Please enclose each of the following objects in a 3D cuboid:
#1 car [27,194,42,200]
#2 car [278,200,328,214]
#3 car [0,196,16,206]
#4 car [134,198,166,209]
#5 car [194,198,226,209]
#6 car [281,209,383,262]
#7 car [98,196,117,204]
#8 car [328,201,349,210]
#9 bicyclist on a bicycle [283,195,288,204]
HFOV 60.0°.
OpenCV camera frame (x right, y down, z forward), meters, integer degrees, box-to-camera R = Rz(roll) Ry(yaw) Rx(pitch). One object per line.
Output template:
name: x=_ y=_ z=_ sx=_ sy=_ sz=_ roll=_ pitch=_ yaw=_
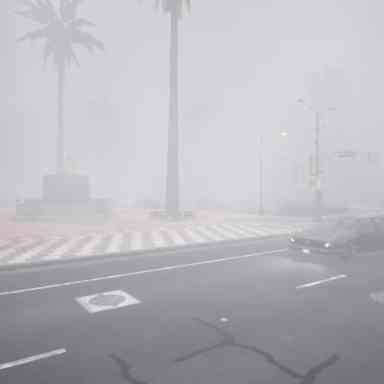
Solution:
car: x=-26.037 y=1.221 z=58.550 sx=5.566 sy=2.045 sz=2.150 roll=0 pitch=0 yaw=-10
car: x=10.362 y=1.564 z=31.913 sx=1.994 sy=1.385 sz=4.181 roll=0 pitch=0 yaw=-35
car: x=-31.100 y=1.505 z=53.609 sx=4.892 sy=1.490 sz=1.837 roll=0 pitch=0 yaw=-16
car: x=-5.459 y=1.547 z=46.447 sx=5.357 sy=1.411 sz=2.033 roll=0 pitch=0 yaw=22
car: x=2.448 y=1.526 z=45.871 sx=4.674 sy=1.442 sz=1.812 roll=0 pitch=0 yaw=34
car: x=5.983 y=1.547 z=12.310 sx=5.357 sy=1.411 sz=2.033 roll=0 pitch=0 yaw=-32
car: x=-15.829 y=1.492 z=59.107 sx=4.902 sy=1.511 sz=2.128 roll=0 pitch=0 yaw=2
car: x=13.235 y=1.548 z=34.131 sx=2.033 sy=1.411 sz=5.357 roll=0 pitch=0 yaw=-36
bicyclist on a bicycle: x=15.280 y=1.301 z=54.441 sx=0.582 sy=1.620 sz=1.656 roll=0 pitch=0 yaw=42
